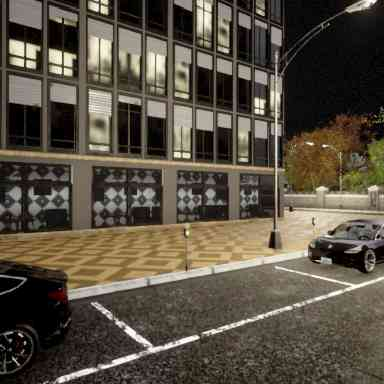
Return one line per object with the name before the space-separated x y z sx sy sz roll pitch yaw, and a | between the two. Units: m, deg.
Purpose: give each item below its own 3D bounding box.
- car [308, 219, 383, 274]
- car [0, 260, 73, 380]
car | 5.551 1.563 10.623 4.313 1.339 1.947 0 0 -36
car | -3.677 1.566 3.935 4.313 1.339 1.947 0 0 -36
